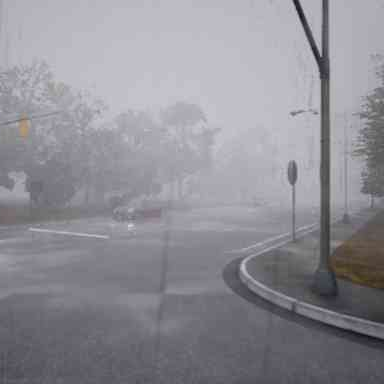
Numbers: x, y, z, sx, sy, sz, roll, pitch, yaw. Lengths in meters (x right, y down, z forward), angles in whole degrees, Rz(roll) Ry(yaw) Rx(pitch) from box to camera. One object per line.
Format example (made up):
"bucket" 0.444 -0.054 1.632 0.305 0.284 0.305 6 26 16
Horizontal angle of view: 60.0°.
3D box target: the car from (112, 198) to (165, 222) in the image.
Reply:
"car" -4.100 1.339 26.233 2.097 1.767 4.553 0 0 32

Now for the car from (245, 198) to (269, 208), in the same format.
"car" 9.370 1.460 47.579 1.895 1.301 4.718 0 0 32
